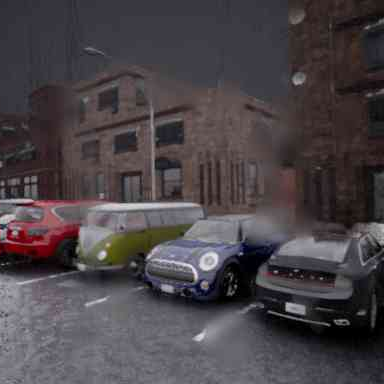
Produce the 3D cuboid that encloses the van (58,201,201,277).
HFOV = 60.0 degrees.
[{"bbox_3d":[-1.475,1.324,10.208,1.878,1.987,4.442,-1,0,37],"label":"van"}]

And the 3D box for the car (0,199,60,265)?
[{"bbox_3d":[-3.592,1.318,11.962,2.435,2.045,5.566,0,0,37],"label":"car"}]

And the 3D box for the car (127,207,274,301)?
[{"bbox_3d":[0.823,1.405,8.678,2.185,1.767,4.553,-1,0,37],"label":"car"}]

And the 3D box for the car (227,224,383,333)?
[{"bbox_3d":[3.009,1.510,7.000,2.231,1.521,4.892,-1,0,37],"label":"car"}]

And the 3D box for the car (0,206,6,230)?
[{"bbox_3d":[-14.232,1.664,20.295,2.002,1.452,4.674,0,0,40],"label":"car"}]
